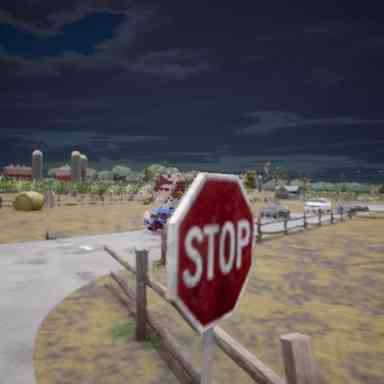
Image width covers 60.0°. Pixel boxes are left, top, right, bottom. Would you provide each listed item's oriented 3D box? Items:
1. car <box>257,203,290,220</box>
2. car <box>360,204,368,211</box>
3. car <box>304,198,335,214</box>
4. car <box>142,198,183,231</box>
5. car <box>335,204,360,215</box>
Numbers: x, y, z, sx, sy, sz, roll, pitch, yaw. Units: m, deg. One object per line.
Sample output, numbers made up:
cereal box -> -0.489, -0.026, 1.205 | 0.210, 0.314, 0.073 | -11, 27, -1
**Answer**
car -> 8.138, 1.892, 32.745 | 1.837, 1.490, 4.892 | 2, 0, 36
car -> 26.933, 2.519, 53.320 | 1.895, 1.301, 4.718 | 2, 0, 36
car -> 16.849, 1.838, 44.455 | 2.150, 2.045, 5.566 | 2, 0, 37
car -> -0.590, 1.398, 20.858 | 2.150, 2.045, 5.566 | 2, 0, 36
car -> 20.679, 2.295, 44.844 | 2.033, 1.411, 5.357 | 2, 0, 37
